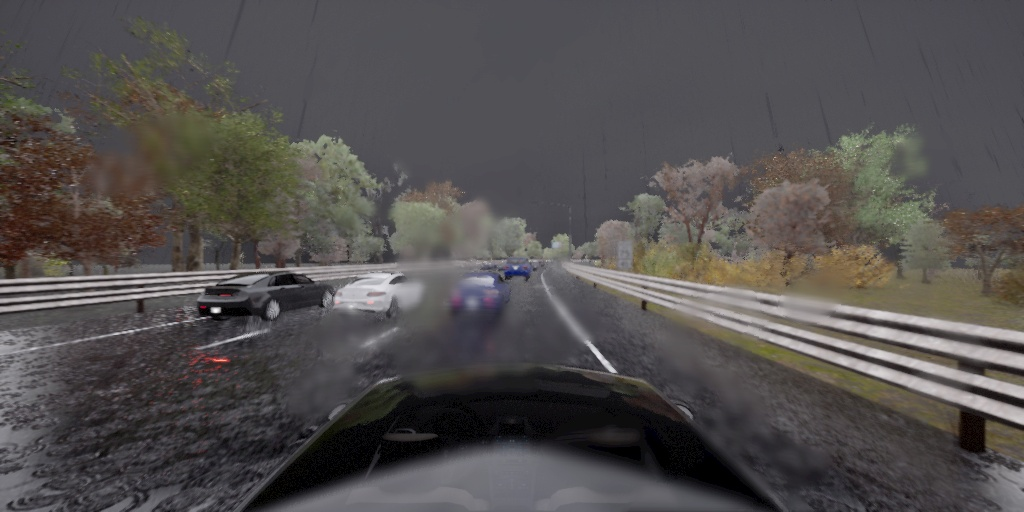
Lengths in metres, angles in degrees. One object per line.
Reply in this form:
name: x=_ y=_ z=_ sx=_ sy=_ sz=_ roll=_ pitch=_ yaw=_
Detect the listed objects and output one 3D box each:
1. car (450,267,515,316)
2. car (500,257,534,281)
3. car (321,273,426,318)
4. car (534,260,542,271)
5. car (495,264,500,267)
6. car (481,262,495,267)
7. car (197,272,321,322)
car: x=-1.080 y=1.335 z=13.696 sx=1.812 sy=1.442 sz=4.674 roll=0 pitch=0 yaw=4
car: x=0.588 y=1.134 z=32.605 sx=2.150 sy=2.045 sz=5.566 roll=0 pitch=0 yaw=6
car: x=-4.633 y=1.324 z=13.121 sx=1.812 sy=1.442 sz=4.674 roll=0 pitch=0 yaw=4
car: x=3.070 y=1.640 z=54.181 sx=1.895 sy=1.301 sz=4.718 roll=0 pitch=0 yaw=7
car: x=-0.759 y=1.618 z=51.822 sx=1.895 sy=1.301 sz=4.718 roll=0 pitch=0 yaw=7
car: x=-3.571 y=1.644 z=57.361 sx=1.895 sy=1.301 sz=4.718 roll=0 pitch=0 yaw=8
car: x=-8.191 y=1.292 z=12.553 sx=1.837 sy=1.490 sz=4.892 roll=0 pitch=0 yaw=4
